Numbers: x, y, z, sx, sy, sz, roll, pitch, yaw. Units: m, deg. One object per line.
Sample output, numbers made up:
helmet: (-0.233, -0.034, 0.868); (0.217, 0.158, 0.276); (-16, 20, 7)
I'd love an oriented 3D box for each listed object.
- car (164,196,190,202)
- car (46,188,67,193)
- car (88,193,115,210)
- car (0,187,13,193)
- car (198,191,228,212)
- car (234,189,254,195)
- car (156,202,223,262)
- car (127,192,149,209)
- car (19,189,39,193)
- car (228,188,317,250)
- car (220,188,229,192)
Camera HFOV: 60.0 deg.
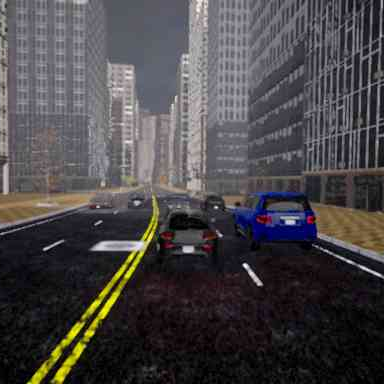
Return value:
car: (-1.117, 1.022, 25.736); (2.033, 1.411, 5.357); (0, 1, -5)
car: (-29.830, -0.333, 73.214); (4.313, 1.339, 1.947); (1, 2, -6)
car: (-8.409, 0.842, 31.325); (2.033, 1.411, 5.357); (0, 1, -7)
car: (-41.144, -0.518, 72.116); (4.313, 1.339, 1.947); (1, 2, -6)
car: (1.740, 0.927, 29.735); (1.837, 1.490, 4.892); (0, 2, -6)
car: (13.410, 0.015, 86.398); (4.829, 1.417, 1.752); (1, 2, -6)
car: (-0.155, 1.303, 11.098); (1.812, 1.442, 4.674); (1, 1, -2)
car: (-5.306, 0.786, 32.805); (2.128, 1.511, 4.902); (0, 1, -7)
car: (-35.486, -0.409, 72.645); (4.206, 1.307, 1.802); (1, 2, -6)
car: (3.034, 0.990, 13.284); (2.150, 2.045, 5.566); (1, 1, -2)
car: (8.865, 0.031, 77.483); (5.009, 1.841, 2.192); (1, 2, -6)
